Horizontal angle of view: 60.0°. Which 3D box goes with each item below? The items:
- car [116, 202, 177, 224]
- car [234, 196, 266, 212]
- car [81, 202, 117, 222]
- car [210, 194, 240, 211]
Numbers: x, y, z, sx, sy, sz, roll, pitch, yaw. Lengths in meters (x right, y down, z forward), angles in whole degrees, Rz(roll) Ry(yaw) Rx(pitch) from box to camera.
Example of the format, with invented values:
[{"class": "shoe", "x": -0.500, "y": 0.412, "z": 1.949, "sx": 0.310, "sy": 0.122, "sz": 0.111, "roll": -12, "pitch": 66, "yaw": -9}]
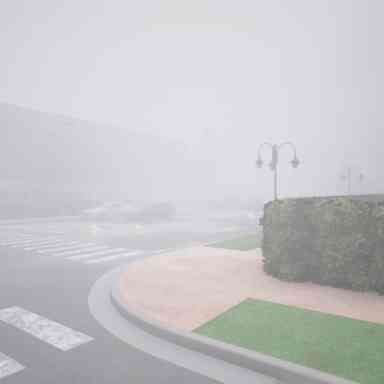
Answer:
[{"class": "car", "x": -3.087, "y": 1.521, "z": 25.369, "sx": 1.837, "sy": 1.490, "sz": 4.892, "roll": 0, "pitch": 0, "yaw": 36}, {"class": "car", "x": 7.312, "y": 1.520, "z": 39.991, "sx": 1.837, "sy": 1.490, "sz": 4.892, "roll": 0, "pitch": 0, "yaw": 35}, {"class": "car", "x": -6.574, "y": 1.542, "z": 26.512, "sx": 1.812, "sy": 1.442, "sz": 4.674, "roll": 0, "pitch": 0, "yaw": 36}, {"class": "car", "x": 4.382, "y": 1.237, "z": 41.865, "sx": 2.150, "sy": 2.045, "sz": 5.566, "roll": 0, "pitch": 0, "yaw": 35}]
